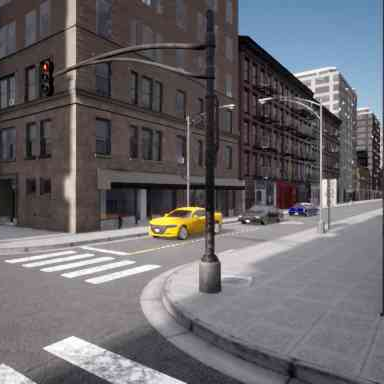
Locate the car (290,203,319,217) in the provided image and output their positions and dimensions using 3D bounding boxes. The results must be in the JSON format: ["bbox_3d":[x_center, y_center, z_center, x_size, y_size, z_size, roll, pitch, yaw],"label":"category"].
[{"bbox_3d":[11.515,1.816,34.333,1.895,1.301,4.718,0,0,36],"label":"car"}]

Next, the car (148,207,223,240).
[{"bbox_3d":[-0.214,1.576,17.895,1.882,1.535,5.008,0,0,35],"label":"car"}]

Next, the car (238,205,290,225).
[{"bbox_3d":[5.527,1.704,25.953,2.033,1.411,5.357,0,0,35],"label":"car"}]
